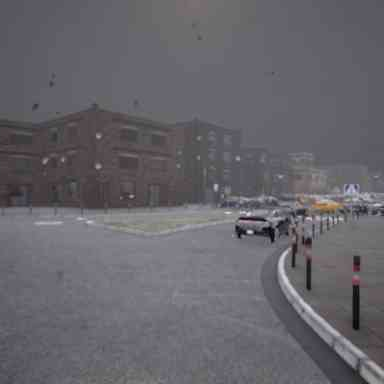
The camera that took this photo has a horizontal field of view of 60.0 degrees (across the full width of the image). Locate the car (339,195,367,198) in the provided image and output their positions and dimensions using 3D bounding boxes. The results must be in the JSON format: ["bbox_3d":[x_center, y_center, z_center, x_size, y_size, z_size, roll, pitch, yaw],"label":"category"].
[{"bbox_3d":[22.290,1.604,46.252,1.882,1.535,5.008,1,1,41],"label":"car"}]

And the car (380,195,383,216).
[{"bbox_3d":[23.090,1.554,35.350,4.553,1.767,2.185,1,0,40],"label":"car"}]

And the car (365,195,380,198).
[{"bbox_3d":[28.218,1.626,53.283,1.812,1.442,4.674,1,1,40],"label":"car"}]

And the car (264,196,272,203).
[{"bbox_3d":[8.975,1.529,49.908,4.674,1.452,2.002,1,0,40],"label":"car"}]

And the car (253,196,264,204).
[{"bbox_3d":[7.181,1.488,47.815,5.008,1.535,2.097,1,0,40],"label":"car"}]

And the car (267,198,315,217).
[{"bbox_3d":[9.071,1.584,30.226,2.128,1.511,4.902,1,0,37],"label":"car"}]

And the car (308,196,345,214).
[{"bbox_3d":[15.547,1.602,38.355,1.882,1.535,5.008,1,0,41],"label":"car"}]

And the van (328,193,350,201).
[{"bbox_3d":[35.973,1.228,81.407,4.442,1.987,1.878,1,0,40],"label":"van"}]

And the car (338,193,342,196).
[{"bbox_3d":[30.442,1.448,75.091,4.892,1.521,2.231,1,0,40],"label":"car"}]

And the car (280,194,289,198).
[{"bbox_3d":[12.548,1.489,54.115,4.892,1.521,2.231,1,0,40],"label":"car"}]

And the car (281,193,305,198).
[{"bbox_3d":[16.110,1.225,58.323,5.566,2.045,2.435,1,1,40],"label":"car"}]

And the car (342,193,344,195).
[{"bbox_3d":[32.230,1.449,77.190,4.892,1.521,2.231,1,0,40],"label":"car"}]

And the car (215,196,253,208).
[{"bbox_3d":[5.418,1.358,45.688,4.553,1.767,2.185,1,0,40],"label":"car"}]

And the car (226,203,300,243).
[{"bbox_3d":[3.733,1.560,16.783,2.128,1.511,4.902,1,0,29],"label":"car"}]

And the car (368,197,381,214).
[{"bbox_3d":[24.389,1.755,44.091,1.895,1.301,4.718,1,1,41],"label":"car"}]

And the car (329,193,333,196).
[{"bbox_3d":[26.886,1.323,70.878,4.553,1.767,2.185,1,0,40],"label":"car"}]

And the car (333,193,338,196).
[{"bbox_3d":[28.654,1.448,72.993,4.892,1.521,2.231,1,0,40],"label":"car"}]

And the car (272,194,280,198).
[{"bbox_3d":[10.786,1.365,51.987,4.553,1.767,2.185,1,0,40],"label":"car"}]

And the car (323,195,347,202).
[{"bbox_3d":[34.018,1.450,79.287,4.892,1.521,2.231,1,0,40],"label":"car"}]

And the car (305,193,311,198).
[{"bbox_3d":[18.059,1.469,60.285,5.366,1.575,1.946,1,1,40],"label":"car"}]

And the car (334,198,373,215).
[{"bbox_3d":[17.607,1.698,36.158,2.033,1.411,5.357,1,0,41],"label":"car"}]
